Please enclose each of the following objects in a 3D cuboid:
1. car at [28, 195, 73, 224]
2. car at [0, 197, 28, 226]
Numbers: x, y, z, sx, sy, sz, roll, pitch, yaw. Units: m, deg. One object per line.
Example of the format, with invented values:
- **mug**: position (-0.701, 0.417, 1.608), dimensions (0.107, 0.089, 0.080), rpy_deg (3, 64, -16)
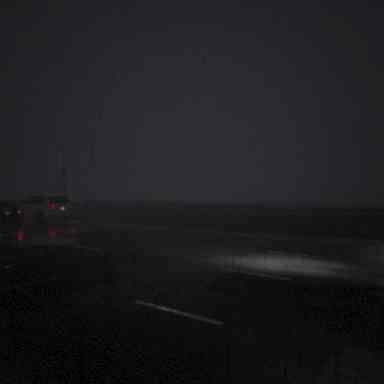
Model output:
- **car**: position (-11.275, 1.216, 24.945), dimensions (5.566, 2.045, 2.150), rpy_deg (0, 0, 36)
- **car**: position (-13.300, 1.347, 22.092), dimensions (4.553, 1.767, 2.097), rpy_deg (0, 0, 36)
